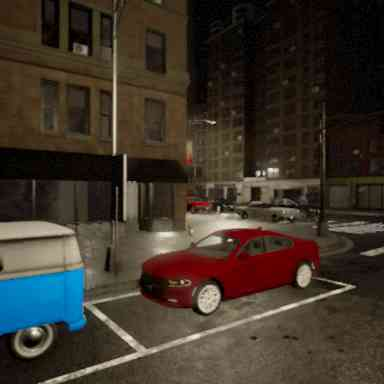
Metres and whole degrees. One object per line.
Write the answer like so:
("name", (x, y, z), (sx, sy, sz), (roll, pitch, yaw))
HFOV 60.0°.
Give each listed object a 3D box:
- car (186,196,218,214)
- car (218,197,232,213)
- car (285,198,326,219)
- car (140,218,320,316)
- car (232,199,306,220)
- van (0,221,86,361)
("car", (-0.070, 1.171, 31.305), (1.882, 1.535, 5.008), (0, 0, -35))
("car", (2.431, 1.215, 33.399), (1.837, 1.490, 4.892), (0, 0, -35))
("car", (7.856, 1.264, 25.695), (2.128, 1.511, 4.902), (0, 0, -35))
("car", (1.013, 1.523, 7.480), (4.507, 1.381, 1.887), (0, 1, -35))
("car", (5.314, 1.357, 23.640), (1.895, 1.301, 4.718), (0, 0, -35))
("van", (-3.450, 1.343, 4.293), (3.998, 1.788, 1.690), (0, 1, -35))
